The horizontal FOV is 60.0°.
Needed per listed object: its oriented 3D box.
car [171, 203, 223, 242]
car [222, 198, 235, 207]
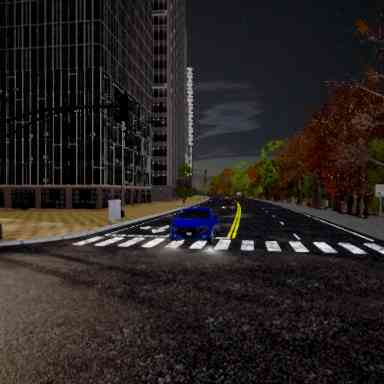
[{"bbox_3d":[0.287,1.494,16.611,1.882,1.535,5.008,0,0,10],"label":"car"},{"bbox_3d":[5.687,1.557,51.823,1.994,1.385,4.181,0,0,8],"label":"car"}]
